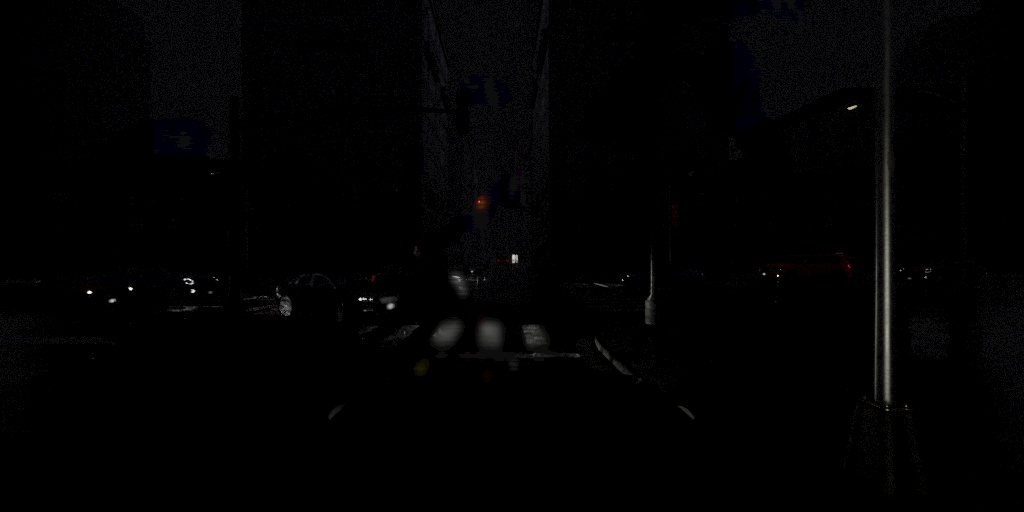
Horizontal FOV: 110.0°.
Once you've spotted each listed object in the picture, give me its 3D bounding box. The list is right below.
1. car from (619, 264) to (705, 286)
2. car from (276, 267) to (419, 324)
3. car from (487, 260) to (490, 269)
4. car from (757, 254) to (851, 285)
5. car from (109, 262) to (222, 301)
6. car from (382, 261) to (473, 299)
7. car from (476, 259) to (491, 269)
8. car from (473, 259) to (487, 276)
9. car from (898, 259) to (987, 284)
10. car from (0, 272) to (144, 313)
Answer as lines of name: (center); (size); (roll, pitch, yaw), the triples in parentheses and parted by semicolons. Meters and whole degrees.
car: (10.209, 1.244, 24.539); (5.357, 1.411, 2.033); (0, 0, -2)
car: (-5.774, 1.252, 11.908); (4.902, 1.511, 2.128); (0, -1, 29)
car: (-4.288, 1.285, 47.906); (1.837, 1.490, 4.892); (0, 0, -2)
car: (20.167, 0.883, 24.851); (5.566, 2.045, 2.150); (0, 0, -2)
car: (-16.572, 1.157, 16.994); (4.553, 1.767, 2.097); (0, 0, -2)
car: (-4.375, 1.106, 17.378); (4.553, 1.767, 2.097); (0, 0, -2)
car: (-4.572, 1.282, 58.301); (2.128, 1.511, 4.902); (0, 0, -1)
car: (-4.001, 1.260, 37.526); (2.128, 1.511, 4.902); (0, 0, -2)
car: (30.060, 0.982, 25.153); (4.553, 1.767, 2.097); (0, 0, -2)
car: (-17.548, 1.411, 13.713); (4.718, 1.301, 1.895); (0, 0, -2)
